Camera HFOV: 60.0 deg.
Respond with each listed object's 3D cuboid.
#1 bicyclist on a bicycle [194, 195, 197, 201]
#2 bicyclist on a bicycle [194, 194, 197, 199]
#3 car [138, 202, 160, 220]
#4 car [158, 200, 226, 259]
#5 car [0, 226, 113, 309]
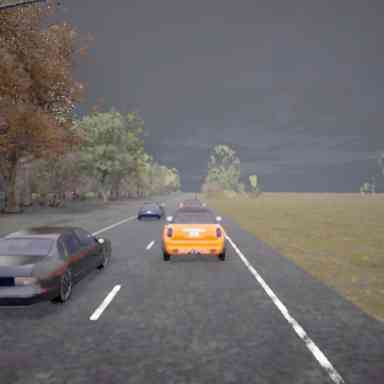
[{"bbox_3d":[0.934,1.499,90.684,0.582,1.620,1.656,0,0,0],"label":"bicyclist on a bicycle"},{"bbox_3d":[0.937,1.494,81.683,0.582,1.620,1.656,0,0,0],"label":"bicyclist on a bicycle"},{"bbox_3d":[-3.422,1.577,28.645,1.994,1.385,4.181,0,0,0],"label":"car"},{"bbox_3d":[0.079,1.358,12.716,2.097,1.767,4.553,0,0,0],"label":"car"},{"bbox_3d":[-3.438,1.551,8.128,2.033,1.411,5.357,0,0,0],"label":"car"}]
